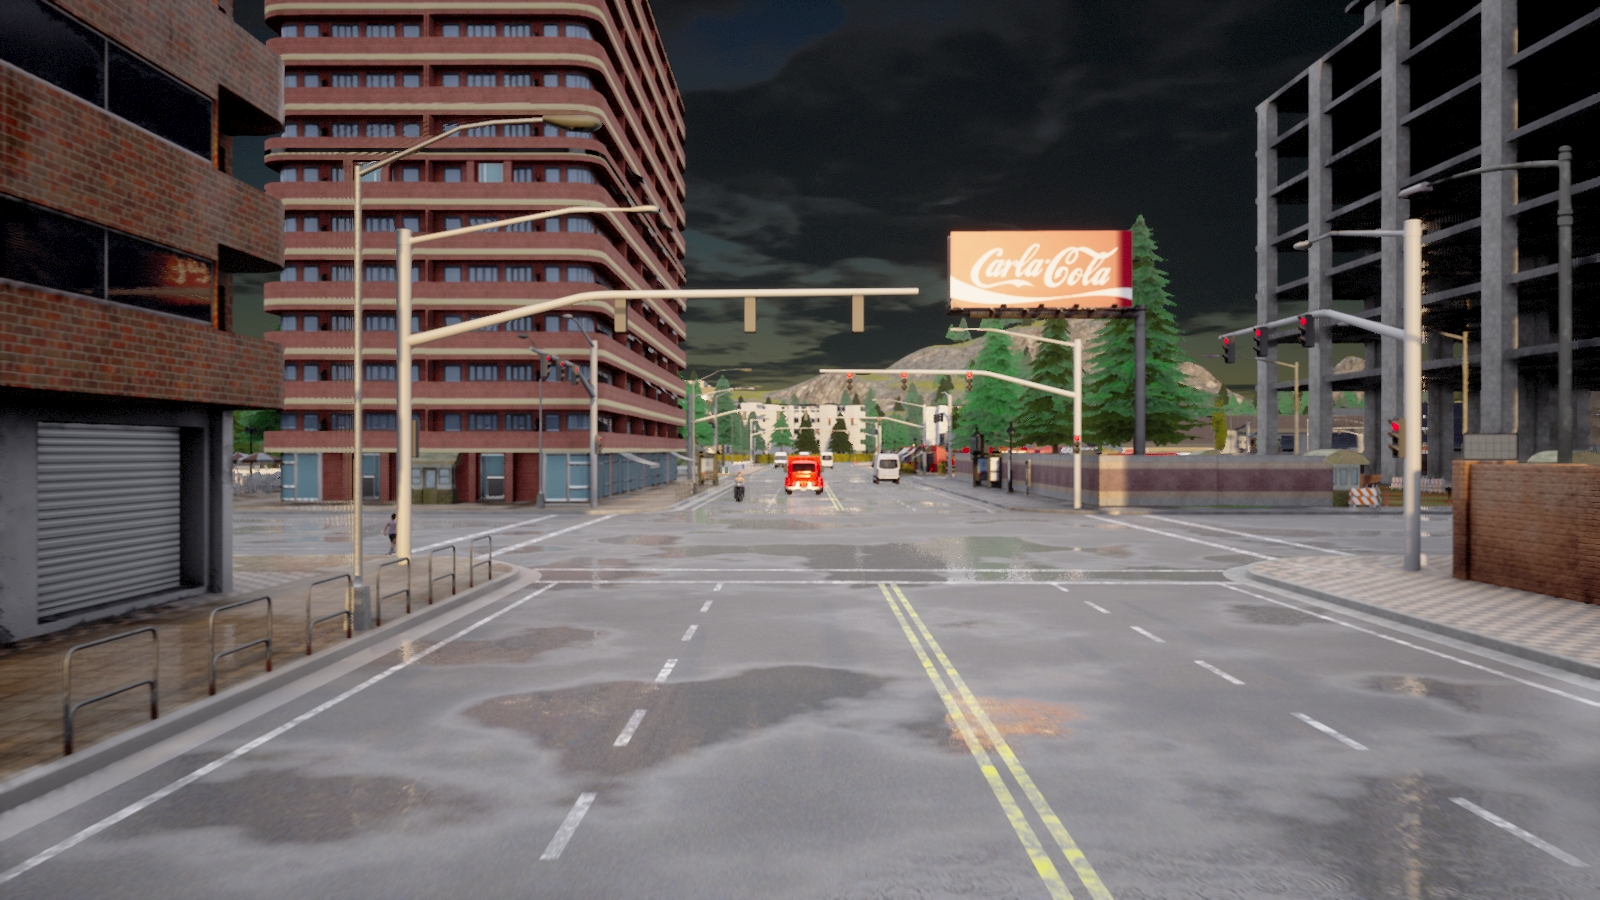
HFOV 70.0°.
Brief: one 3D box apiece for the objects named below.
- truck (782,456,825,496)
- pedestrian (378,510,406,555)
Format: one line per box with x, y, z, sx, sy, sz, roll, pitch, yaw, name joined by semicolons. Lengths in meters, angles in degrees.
0.257;1.607;73.078;2.627;2.467;5.204;0;0;1;truck
-10.391;2.104;29.130;0.500;1.100;0.500;0;0;5;pedestrian
